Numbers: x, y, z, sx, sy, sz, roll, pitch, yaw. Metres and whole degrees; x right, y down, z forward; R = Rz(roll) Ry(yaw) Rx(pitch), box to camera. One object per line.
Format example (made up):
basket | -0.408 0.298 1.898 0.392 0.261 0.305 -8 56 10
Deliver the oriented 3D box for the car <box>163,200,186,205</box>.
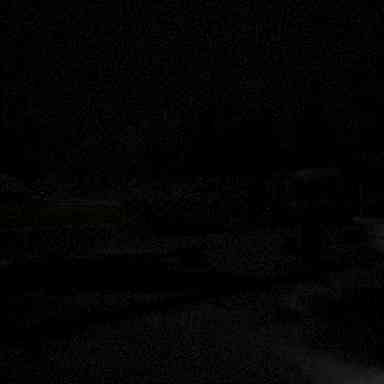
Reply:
car | -2.953 1.921 55.583 1.895 1.301 4.718 1 0 -35

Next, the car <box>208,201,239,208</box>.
car | 4.265 1.923 45.269 1.895 1.301 4.718 1 0 -35

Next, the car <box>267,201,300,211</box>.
car | 10.446 1.828 36.490 1.837 1.490 4.892 1 0 -35
